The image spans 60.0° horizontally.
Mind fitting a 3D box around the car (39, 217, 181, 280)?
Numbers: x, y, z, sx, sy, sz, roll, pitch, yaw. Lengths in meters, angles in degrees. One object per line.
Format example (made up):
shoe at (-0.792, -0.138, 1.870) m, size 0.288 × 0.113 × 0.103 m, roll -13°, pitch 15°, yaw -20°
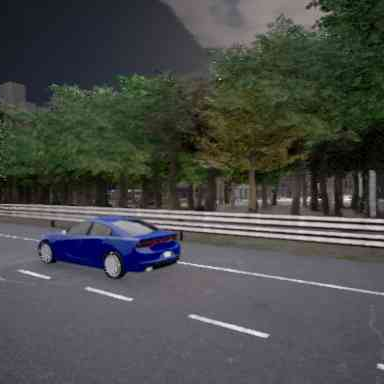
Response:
car at (-2.652, 1.490, 10.066) m, size 5.008 × 1.535 × 1.882 m, roll -1°, pitch 0°, yaw 35°
